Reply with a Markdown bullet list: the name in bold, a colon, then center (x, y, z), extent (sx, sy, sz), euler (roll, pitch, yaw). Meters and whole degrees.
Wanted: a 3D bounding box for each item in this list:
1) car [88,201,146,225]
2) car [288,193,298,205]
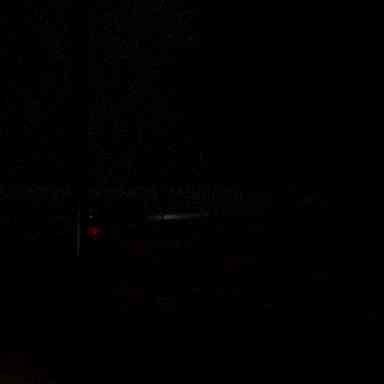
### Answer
- **car**: center (-5.456, 1.441, 24.386), extent (2.128, 1.511, 4.902), euler (3, 2, 35)
- **car**: center (17.722, 1.237, 60.795), extent (2.150, 2.045, 5.566), euler (3, 1, 30)
